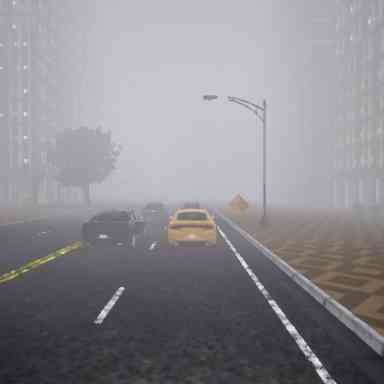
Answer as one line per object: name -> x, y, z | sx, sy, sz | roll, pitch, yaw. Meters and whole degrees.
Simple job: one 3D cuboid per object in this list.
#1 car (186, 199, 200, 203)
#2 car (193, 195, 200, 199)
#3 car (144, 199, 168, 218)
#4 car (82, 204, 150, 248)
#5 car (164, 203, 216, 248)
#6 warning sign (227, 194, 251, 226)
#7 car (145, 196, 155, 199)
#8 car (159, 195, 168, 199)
car -> 0.000, 1.563, 29.654 | 1.994, 1.385, 4.181 | 0, 0, 0
car -> 1.138, 1.504, 86.631 | 1.812, 1.442, 4.674 | 0, 0, 0
car -> -3.250, 1.563, 29.654 | 1.994, 1.385, 4.181 | 0, 0, 0
car -> -3.250, 1.480, 14.652 | 1.882, 1.535, 5.008 | 0, 0, 0
car -> 0.000, 1.480, 14.652 | 1.882, 1.535, 5.008 | 0, 0, 0
warning sign -> 2.865, 1.108, 20.605 | 1.300, 1.860, 1.060 | 1, 1, 0
car -> -9.750, 1.523, 76.747 | 1.994, 1.385, 4.181 | 0, 0, 0
car -> -6.499, 1.471, 76.747 | 1.837, 1.490, 4.892 | 0, 0, 0
